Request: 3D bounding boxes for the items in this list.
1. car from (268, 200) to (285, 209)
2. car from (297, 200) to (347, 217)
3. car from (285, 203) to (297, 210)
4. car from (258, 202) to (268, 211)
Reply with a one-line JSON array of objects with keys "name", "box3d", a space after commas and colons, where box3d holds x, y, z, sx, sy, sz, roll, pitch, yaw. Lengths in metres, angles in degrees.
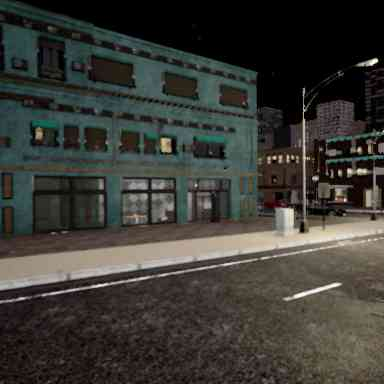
[{"name": "car", "box3d": [12.199, 1.893, 49.794, 1.802, 1.307, 4.206, -2, 0, -35]}, {"name": "car", "box3d": [13.308, 1.806, 33.556, 1.947, 1.339, 4.313, -2, 0, -35]}, {"name": "car", "box3d": [15.405, 1.799, 45.281, 2.008, 1.369, 4.403, -2, 0, -35]}, {"name": "car", "box3d": [7.786, 1.890, 46.036, 1.812, 1.442, 4.674, -1, 0, -36]}]
